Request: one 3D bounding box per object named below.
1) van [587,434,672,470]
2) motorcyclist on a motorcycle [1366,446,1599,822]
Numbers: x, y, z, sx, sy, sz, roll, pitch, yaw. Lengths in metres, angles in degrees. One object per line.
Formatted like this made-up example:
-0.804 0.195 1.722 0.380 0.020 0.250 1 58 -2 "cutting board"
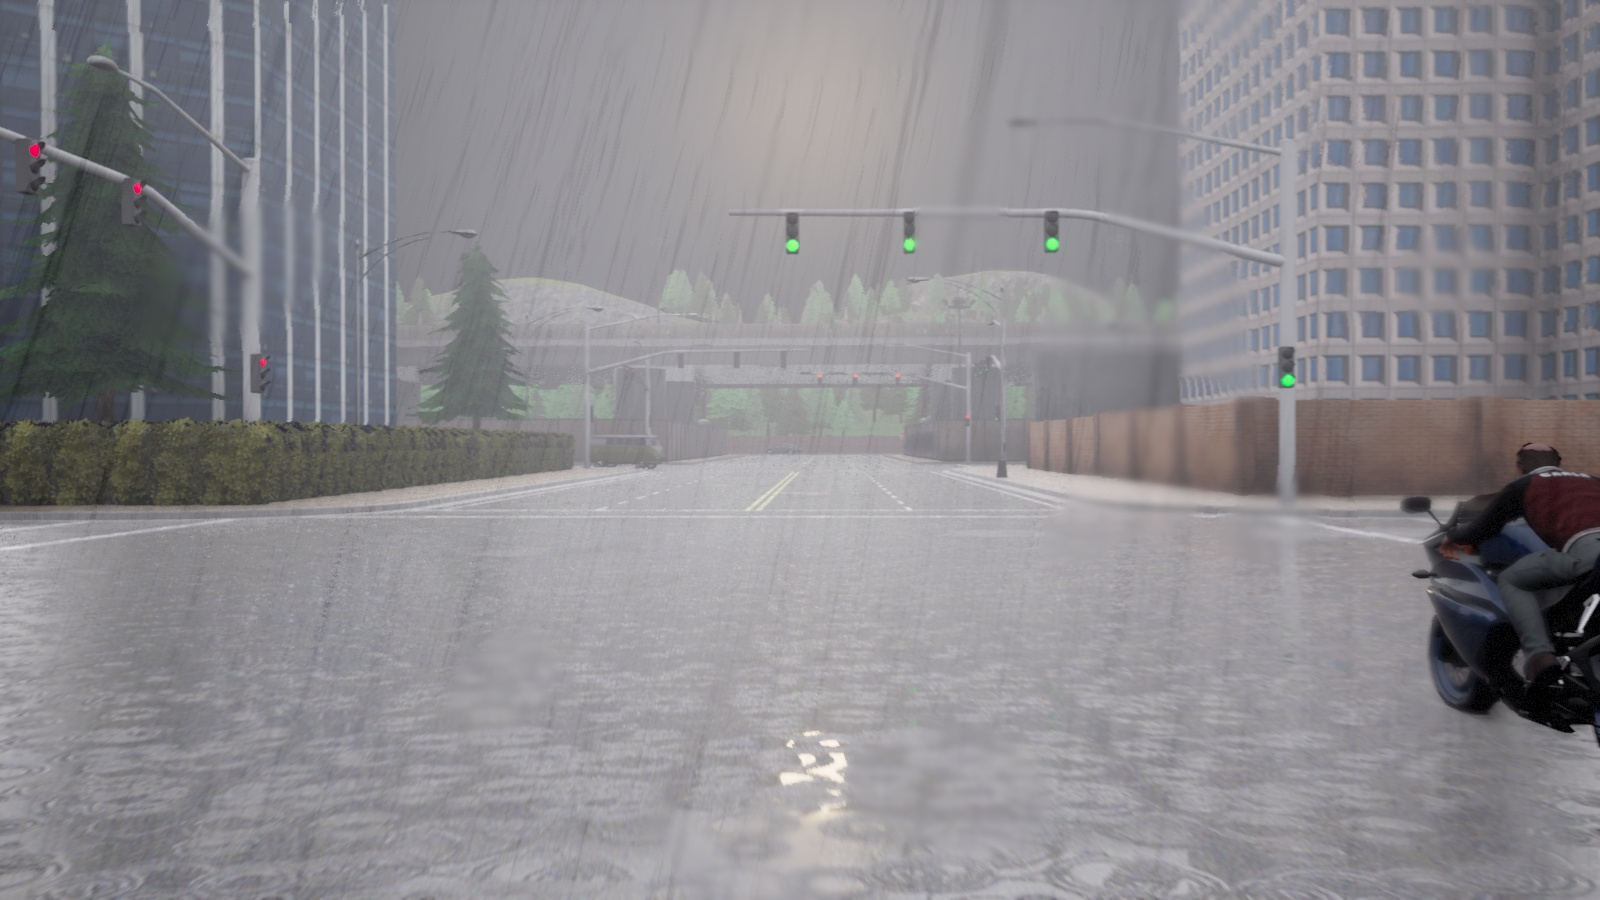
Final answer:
-9.703 0.092 71.399 4.442 1.987 1.775 1 0 19 "van"
3.709 0.748 6.214 0.866 1.530 2.191 0 0 1 "motorcyclist on a motorcycle"
